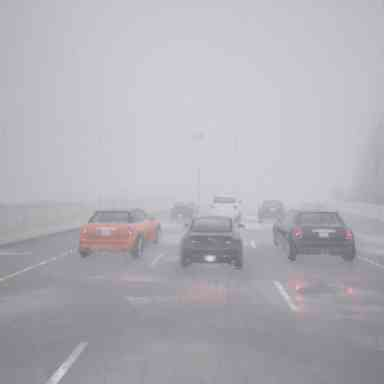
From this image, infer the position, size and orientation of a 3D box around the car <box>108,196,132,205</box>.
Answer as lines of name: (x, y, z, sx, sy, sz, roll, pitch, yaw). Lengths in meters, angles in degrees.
car: (-13.281, 1.527, 61.653, 1.882, 1.535, 5.008, 0, 0, 20)

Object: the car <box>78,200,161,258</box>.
car: (-2.609, 1.363, 13.071, 2.097, 1.767, 4.553, 0, 0, 6)

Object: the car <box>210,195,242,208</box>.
car: (2.759, 1.255, 26.492, 2.150, 2.045, 5.566, 0, 0, 11)

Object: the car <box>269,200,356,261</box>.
car: (4.377, 1.370, 12.596, 2.097, 1.767, 4.553, 0, 0, 6)

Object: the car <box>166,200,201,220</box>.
car: (-0.492, 1.535, 28.052, 1.837, 1.490, 4.892, 0, 0, 11)

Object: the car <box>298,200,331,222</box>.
car: (10.202, 1.519, 28.058, 1.882, 1.535, 5.008, 0, 0, 11)

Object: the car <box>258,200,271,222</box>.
car: (6.380, 1.386, 26.724, 2.097, 1.767, 4.553, 0, 0, 11)

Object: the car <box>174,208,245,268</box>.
car: (0.727, 1.519, 11.352, 1.837, 1.490, 4.892, 0, 0, 6)
